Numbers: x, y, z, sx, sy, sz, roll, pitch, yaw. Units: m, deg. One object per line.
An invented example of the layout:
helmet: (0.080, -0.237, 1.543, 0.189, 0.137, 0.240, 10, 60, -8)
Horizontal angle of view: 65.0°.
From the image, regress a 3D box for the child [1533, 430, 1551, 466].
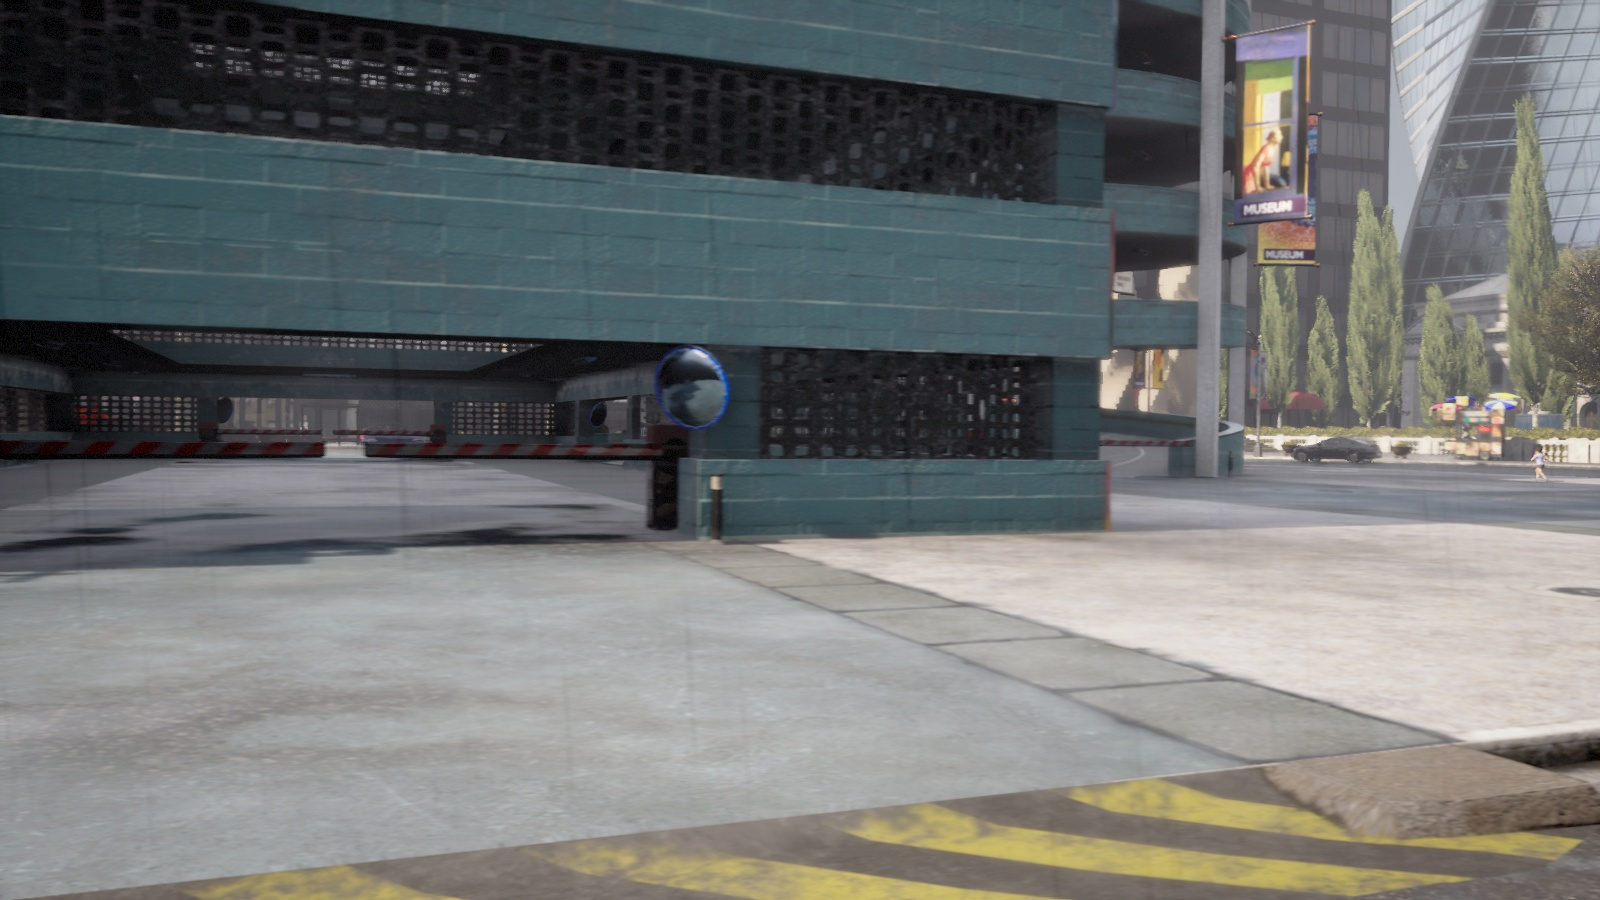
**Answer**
child: (23.370, -0.063, 39.554, 0.255, 1.110, 0.394, -1, 1, -24)

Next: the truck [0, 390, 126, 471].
truck: (-37.633, -0.949, 60.819, 8.468, 3.827, 2.891, -1, 1, -21)

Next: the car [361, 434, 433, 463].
car: (-22.583, -0.124, 70.353, 3.705, 1.549, 1.789, -1, 1, -21)

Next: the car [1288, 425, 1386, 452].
car: (29.674, -0.630, 69.490, 1.812, 1.442, 4.674, -1, 1, -44)
